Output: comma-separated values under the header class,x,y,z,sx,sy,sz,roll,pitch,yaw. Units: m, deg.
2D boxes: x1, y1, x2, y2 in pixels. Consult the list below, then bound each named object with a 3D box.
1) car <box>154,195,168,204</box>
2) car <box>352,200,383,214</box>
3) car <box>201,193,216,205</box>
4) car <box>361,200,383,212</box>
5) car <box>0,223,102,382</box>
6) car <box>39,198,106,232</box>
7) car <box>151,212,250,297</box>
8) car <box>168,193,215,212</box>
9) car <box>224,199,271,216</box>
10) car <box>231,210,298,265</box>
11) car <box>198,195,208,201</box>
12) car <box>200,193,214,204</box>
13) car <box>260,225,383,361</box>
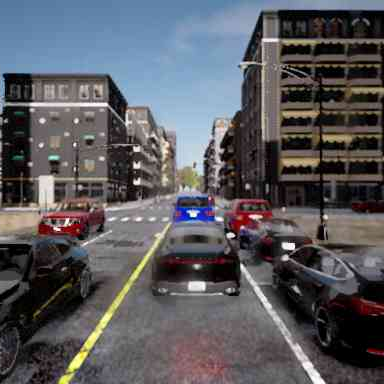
class,x,y,z,sx,sy,sz,roll,pitch,yaw
car,-5.932,1.390,60.461,2.008,1.369,4.403,1,0,0
car,17.215,1.484,31.164,4.206,1.307,1.802,0,-1,0
car,2.717,1.169,54.844,2.192,1.841,5.009,1,0,0
car,22.711,1.620,39.568,4.313,1.339,1.947,0,-1,0
car,-3.091,1.510,5.521,1.812,1.442,4.674,0,0,0
car,-5.781,1.269,16.745,2.192,1.841,5.009,1,0,0
car,0.084,1.480,8.476,1.837,1.490,4.892,0,0,0
car,0.061,1.171,18.406,2.150,2.045,5.566,0,0,0
car,2.746,1.269,16.770,2.192,1.841,5.009,1,0,0
car,2.680,1.535,11.335,1.947,1.339,4.313,1,0,0
car,2.532,1.361,77.629,1.947,1.339,4.313,1,0,0
car,2.696,1.154,60.545,2.192,1.841,5.009,1,0,0
car,2.693,1.550,5.896,1.947,1.339,4.313,1,0,0
